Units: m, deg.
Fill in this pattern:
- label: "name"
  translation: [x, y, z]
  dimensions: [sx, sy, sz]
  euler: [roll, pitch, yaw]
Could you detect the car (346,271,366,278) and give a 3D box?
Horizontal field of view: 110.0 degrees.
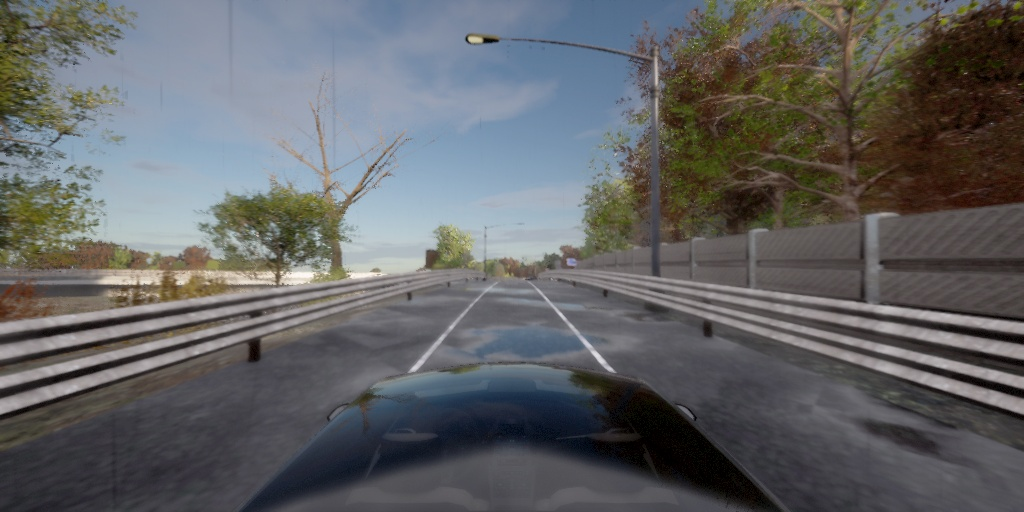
- label: "car"
  translation: [-26.327, 3.296, 59.591]
  dimensions: [5.008, 1.535, 1.882]
  euler: [3, -5, -33]
